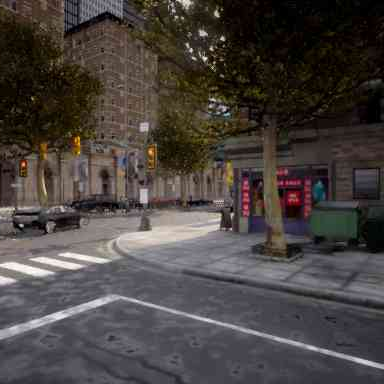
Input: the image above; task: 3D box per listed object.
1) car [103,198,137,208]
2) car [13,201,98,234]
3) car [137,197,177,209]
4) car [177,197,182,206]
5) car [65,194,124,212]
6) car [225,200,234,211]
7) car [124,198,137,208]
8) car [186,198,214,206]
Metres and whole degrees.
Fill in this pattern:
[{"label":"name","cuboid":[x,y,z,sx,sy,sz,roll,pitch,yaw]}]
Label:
[{"label":"car","cuboid":[-10.271,1.595,47.917,1.895,1.301,4.718,0,0,36]},{"label":"car","cuboid":[-7.941,1.495,19.316,2.128,1.511,4.902,-1,-1,18]},{"label":"car","cuboid":[-4.594,1.478,44.420,1.882,1.535,5.008,0,0,36]},{"label":"car","cuboid":[-2.268,1.564,53.623,1.994,1.385,4.181,0,0,36]},{"label":"car","cuboid":[-10.498,1.221,36.226,2.150,2.045,5.566,0,0,36]},{"label":"car","cuboid":[5.868,1.548,39.117,2.033,1.411,5.357,0,0,36]},{"label":"car","cuboid":[-8.138,1.526,45.468,1.812,1.442,4.674,0,0,36]},{"label":"car","cuboid":[1.425,1.601,52.756,1.895,1.301,4.718,0,0,36]}]
